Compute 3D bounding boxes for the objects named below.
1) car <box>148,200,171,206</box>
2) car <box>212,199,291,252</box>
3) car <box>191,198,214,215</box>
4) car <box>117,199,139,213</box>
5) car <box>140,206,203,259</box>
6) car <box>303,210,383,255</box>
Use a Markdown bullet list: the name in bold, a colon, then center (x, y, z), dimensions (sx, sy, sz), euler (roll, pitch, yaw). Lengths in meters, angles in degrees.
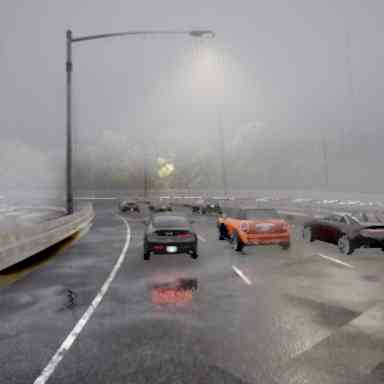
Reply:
- **car**: center (-3.800, 1.647, 38.702), dimensions (1.994, 1.385, 4.181), euler (0, 0, -21)
- **car**: center (2.420, 1.357, 14.225), dimensions (2.097, 1.767, 4.553), euler (0, 0, -7)
- **car**: center (1.380, 1.395, 34.481), dimensions (2.097, 1.767, 4.553), euler (0, 0, -17)
- **car**: center (-7.346, 1.611, 38.245), dimensions (1.837, 1.490, 4.892), euler (0, 0, -21)
- **car**: center (-0.900, 1.532, 12.842), dimensions (1.837, 1.490, 4.892), euler (0, 0, -6)
- **car**: center (6.101, 1.473, 13.209), dimensions (2.128, 1.511, 4.902), euler (0, 0, -6)
